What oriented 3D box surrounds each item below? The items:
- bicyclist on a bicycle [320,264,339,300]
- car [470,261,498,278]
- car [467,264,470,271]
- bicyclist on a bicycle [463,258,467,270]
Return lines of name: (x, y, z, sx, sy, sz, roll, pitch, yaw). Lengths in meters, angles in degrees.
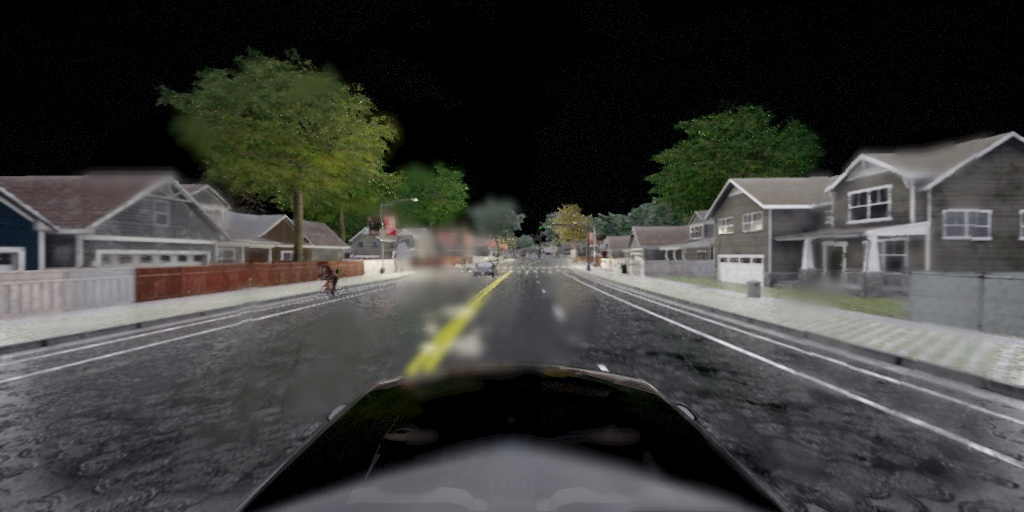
bicyclist on a bicycle: (-8.608, 1.217, 16.933, 0.582, 1.620, 1.656, 0, 0, 1)
car: (-2.491, 1.288, 34.754, 1.812, 1.442, 4.674, 0, 0, 4)
car: (-4.785, 1.358, 48.010, 1.895, 1.301, 4.718, 0, 0, 3)
bicyclist on a bicycle: (-6.736, 1.124, 51.031, 0.659, 1.776, 1.843, 0, 0, 5)
